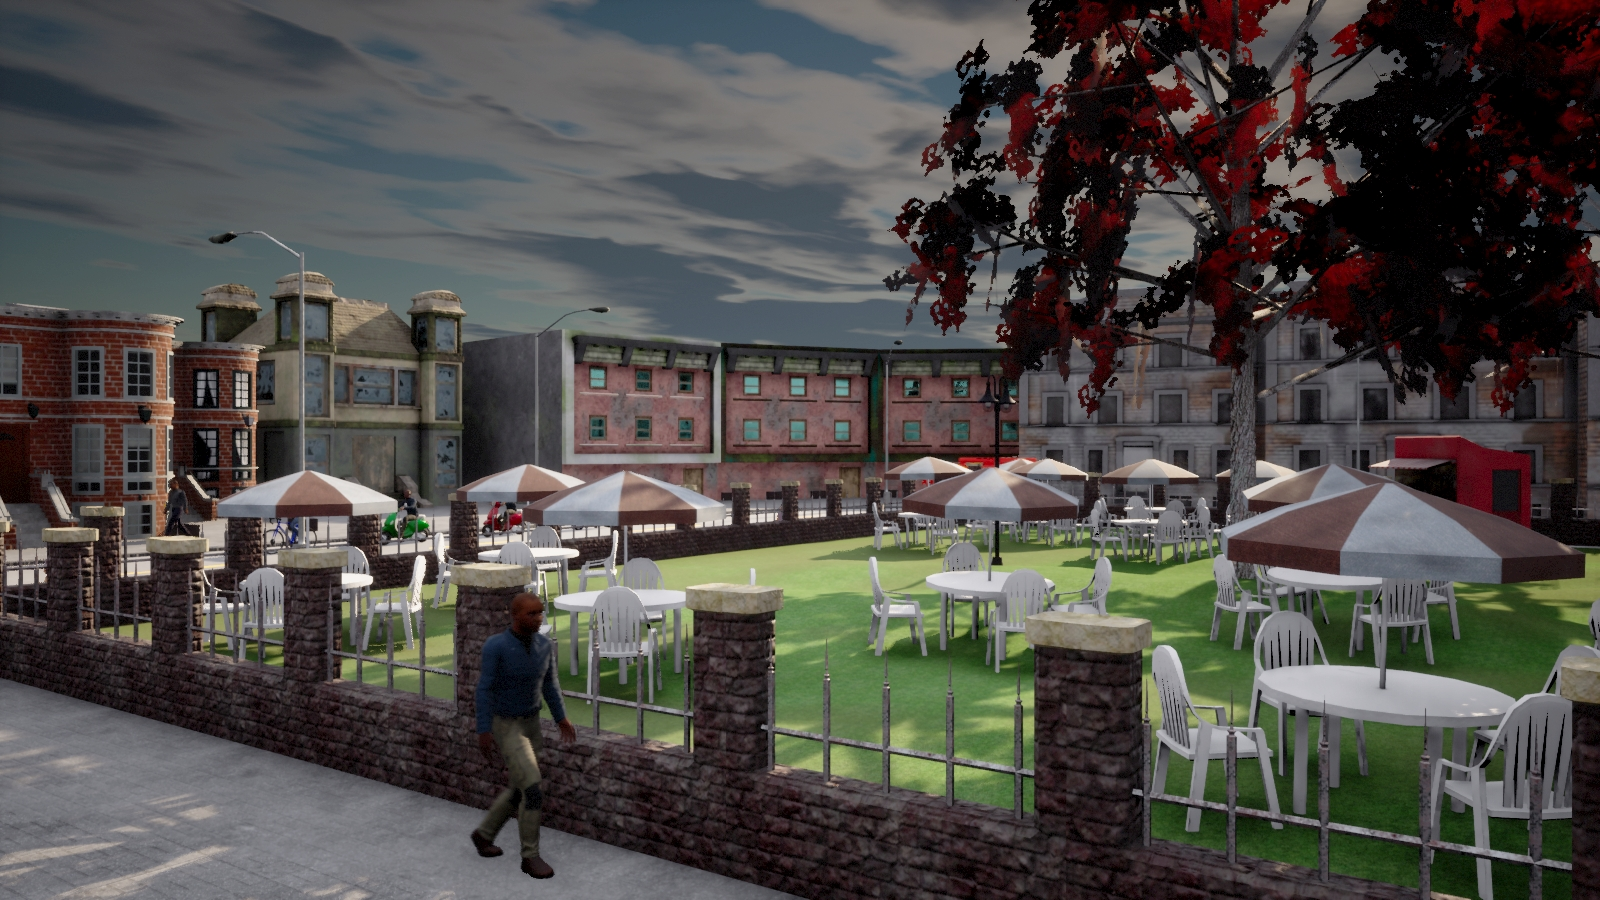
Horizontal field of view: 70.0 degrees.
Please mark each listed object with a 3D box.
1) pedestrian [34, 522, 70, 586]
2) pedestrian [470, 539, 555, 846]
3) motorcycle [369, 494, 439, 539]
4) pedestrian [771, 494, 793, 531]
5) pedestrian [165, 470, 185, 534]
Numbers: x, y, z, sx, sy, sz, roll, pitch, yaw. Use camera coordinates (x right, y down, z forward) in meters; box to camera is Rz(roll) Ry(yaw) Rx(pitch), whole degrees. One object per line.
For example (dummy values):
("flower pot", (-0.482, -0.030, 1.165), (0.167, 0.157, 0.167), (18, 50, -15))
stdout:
("pedestrian", (-13.596, 1.887, 20.774), (0.500, 1.100, 0.500), (0, 0, -38))
("pedestrian", (-1.844, 1.522, 7.338), (0.375, 1.860, 0.375), (0, 0, 36))
("motorcycle", (-11.759, 1.950, 33.969), (0.856, 1.236, 1.805), (0, 0, 35))
("pedestrian", (-0.551, 1.895, 34.740), (0.500, 1.100, 0.500), (0, 0, 31))
("pedestrian", (-18.247, 1.512, 33.355), (0.375, 1.860, 0.375), (0, 0, 32))
